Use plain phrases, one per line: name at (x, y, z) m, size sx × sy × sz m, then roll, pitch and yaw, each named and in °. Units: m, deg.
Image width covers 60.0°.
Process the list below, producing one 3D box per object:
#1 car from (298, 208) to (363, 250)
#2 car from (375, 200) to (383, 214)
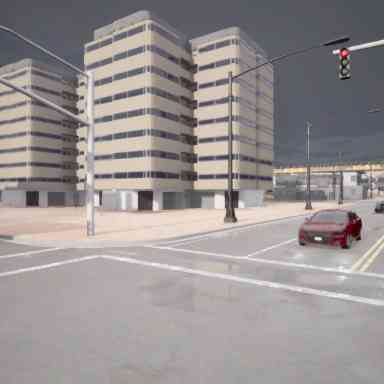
car at (6.230, 1.495, 14.680) m, size 1.882 × 1.535 × 5.008 m, roll 0°, pitch 0°, yaw 35°
car at (20.372, 1.561, 34.660) m, size 1.994 × 1.385 × 4.181 m, roll 0°, pitch 0°, yaw 35°
